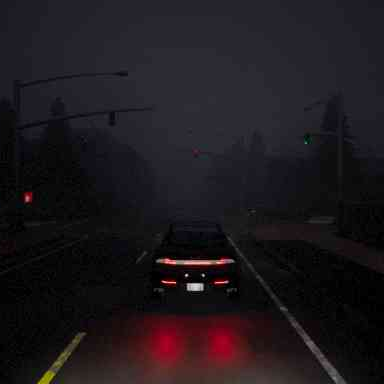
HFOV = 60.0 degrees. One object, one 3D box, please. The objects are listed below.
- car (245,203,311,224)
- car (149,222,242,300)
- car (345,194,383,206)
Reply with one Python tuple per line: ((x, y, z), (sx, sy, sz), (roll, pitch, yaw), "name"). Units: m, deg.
((6.237, 1.508, 24.288), (4.674, 1.442, 1.812), (0, 0, -3), "car")
((0.076, 1.492, 8.398), (2.128, 1.511, 4.902), (0, 0, 0), "car")
((15.856, 1.202, 28.932), (5.566, 2.045, 2.150), (0, 0, -8), "car")
